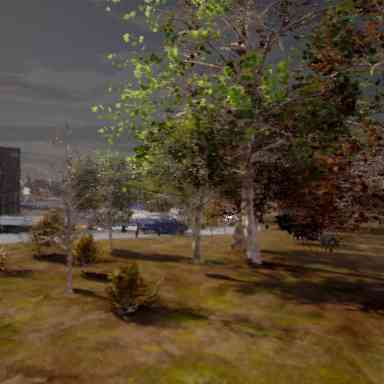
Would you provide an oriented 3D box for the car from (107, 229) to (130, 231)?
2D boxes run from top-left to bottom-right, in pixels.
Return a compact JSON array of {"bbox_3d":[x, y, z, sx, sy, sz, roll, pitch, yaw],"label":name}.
[{"bbox_3d":[-8.547,4.120,30.018,5.566,2.045,2.435,2,1,17],"label":"car"}]

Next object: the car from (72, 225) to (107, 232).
[{"bbox_3d":[-10.434,4.117,27.608,5.566,2.045,2.435,2,2,17],"label":"car"}]

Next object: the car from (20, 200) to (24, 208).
[{"bbox_3d":[-36.829,3.048,76.523,2.185,1.767,4.553,1,1,19],"label":"car"}]

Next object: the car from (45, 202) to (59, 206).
[{"bbox_3d":[-27.388,3.449,69.210,1.946,1.575,5.366,1,1,19],"label":"car"}]

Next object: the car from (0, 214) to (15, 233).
[{"bbox_3d":[-23.718,3.714,38.065,5.566,2.045,2.435,1,0,17],"label":"car"}]

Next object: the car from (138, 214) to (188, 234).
[{"bbox_3d":[-2.229,2.536,26.659,1.812,1.442,4.674,2,-3,38],"label":"car"}]

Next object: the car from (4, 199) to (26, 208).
[{"bbox_3d":[-43.808,2.838,82.232,2.185,1.767,4.553,1,2,19],"label":"car"}]

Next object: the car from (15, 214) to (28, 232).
[{"bbox_3d":[-21.924,3.715,40.419,5.566,2.045,2.435,1,0,17],"label":"car"}]

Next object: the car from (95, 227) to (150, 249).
[{"bbox_3d":[-6.725,4.401,32.431,4.792,1.488,2.163,2,1,17],"label":"car"}]

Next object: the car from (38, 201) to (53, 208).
[{"bbox_3d":[-29.796,3.425,70.909,2.002,1.452,4.674,1,1,19],"label":"car"}]

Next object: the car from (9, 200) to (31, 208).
[{"bbox_3d":[-41.473,2.907,80.348,2.185,1.767,4.553,1,2,19],"label":"car"}]

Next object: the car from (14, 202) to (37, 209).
[{"bbox_3d":[-39.154,3.143,78.438,2.002,1.452,4.674,1,1,19],"label":"car"}]

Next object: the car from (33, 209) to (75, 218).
[{"bbox_3d":[-18.396,3.716,45.128,5.566,2.045,2.435,1,1,17],"label":"car"}]

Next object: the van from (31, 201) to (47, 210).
[{"bbox_3d":[-32.163,3.091,72.673,1.878,1.987,4.442,1,2,19],"label":"van"}]

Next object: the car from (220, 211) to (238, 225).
[{"bbox_3d":[5.961,3.823,49.940,2.150,2.045,5.566,1,-2,-15],"label":"car"}]

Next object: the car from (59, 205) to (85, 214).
[{"bbox_3d":[-22.750,3.347,65.247,2.435,2.045,5.566,1,2,19],"label":"car"}]

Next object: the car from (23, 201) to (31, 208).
[{"bbox_3d":[-34.466,3.244,74.676,2.097,1.535,5.008,1,2,19],"label":"car"}]
